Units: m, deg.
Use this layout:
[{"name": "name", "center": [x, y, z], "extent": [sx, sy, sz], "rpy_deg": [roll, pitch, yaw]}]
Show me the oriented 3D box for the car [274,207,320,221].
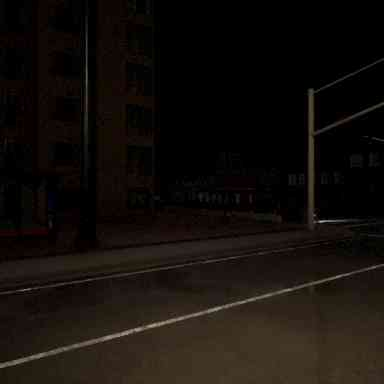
[{"name": "car", "center": [9.656, 2.053, 30.988], "extent": [1.994, 1.385, 4.181], "rpy_deg": [0, -4, -36]}]
